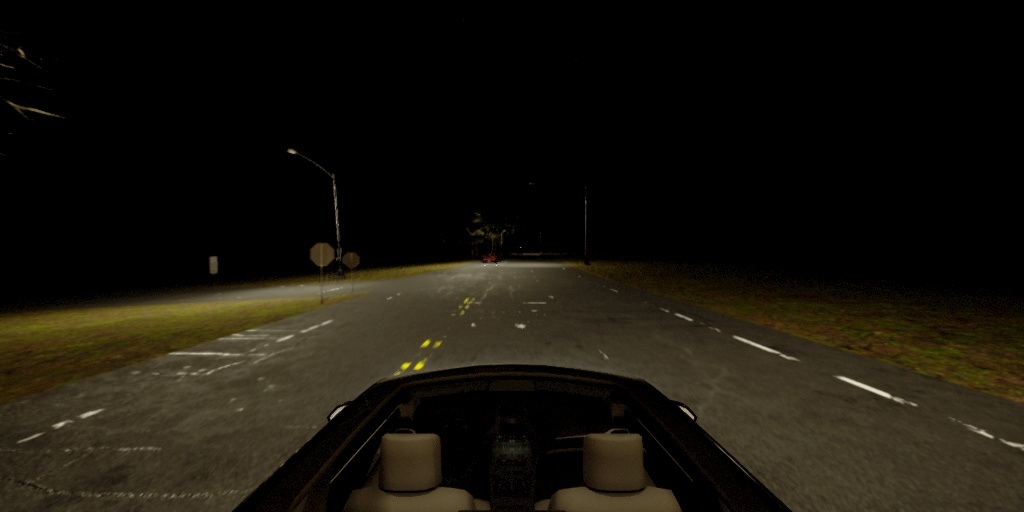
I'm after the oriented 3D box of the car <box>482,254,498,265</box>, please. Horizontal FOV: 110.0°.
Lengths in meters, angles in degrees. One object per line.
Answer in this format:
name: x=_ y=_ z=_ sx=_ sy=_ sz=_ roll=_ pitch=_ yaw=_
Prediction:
car: x=-2.914 y=0.397 z=48.820 sx=1.812 sy=1.442 sz=4.674 roll=0 pitch=1 yaw=2
